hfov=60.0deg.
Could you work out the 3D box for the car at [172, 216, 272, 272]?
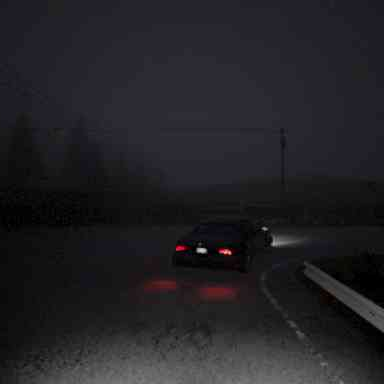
[{"bbox_3d":[1.221,1.481,10.734,2.033,1.411,5.357,0,1,23],"label":"car"}]
